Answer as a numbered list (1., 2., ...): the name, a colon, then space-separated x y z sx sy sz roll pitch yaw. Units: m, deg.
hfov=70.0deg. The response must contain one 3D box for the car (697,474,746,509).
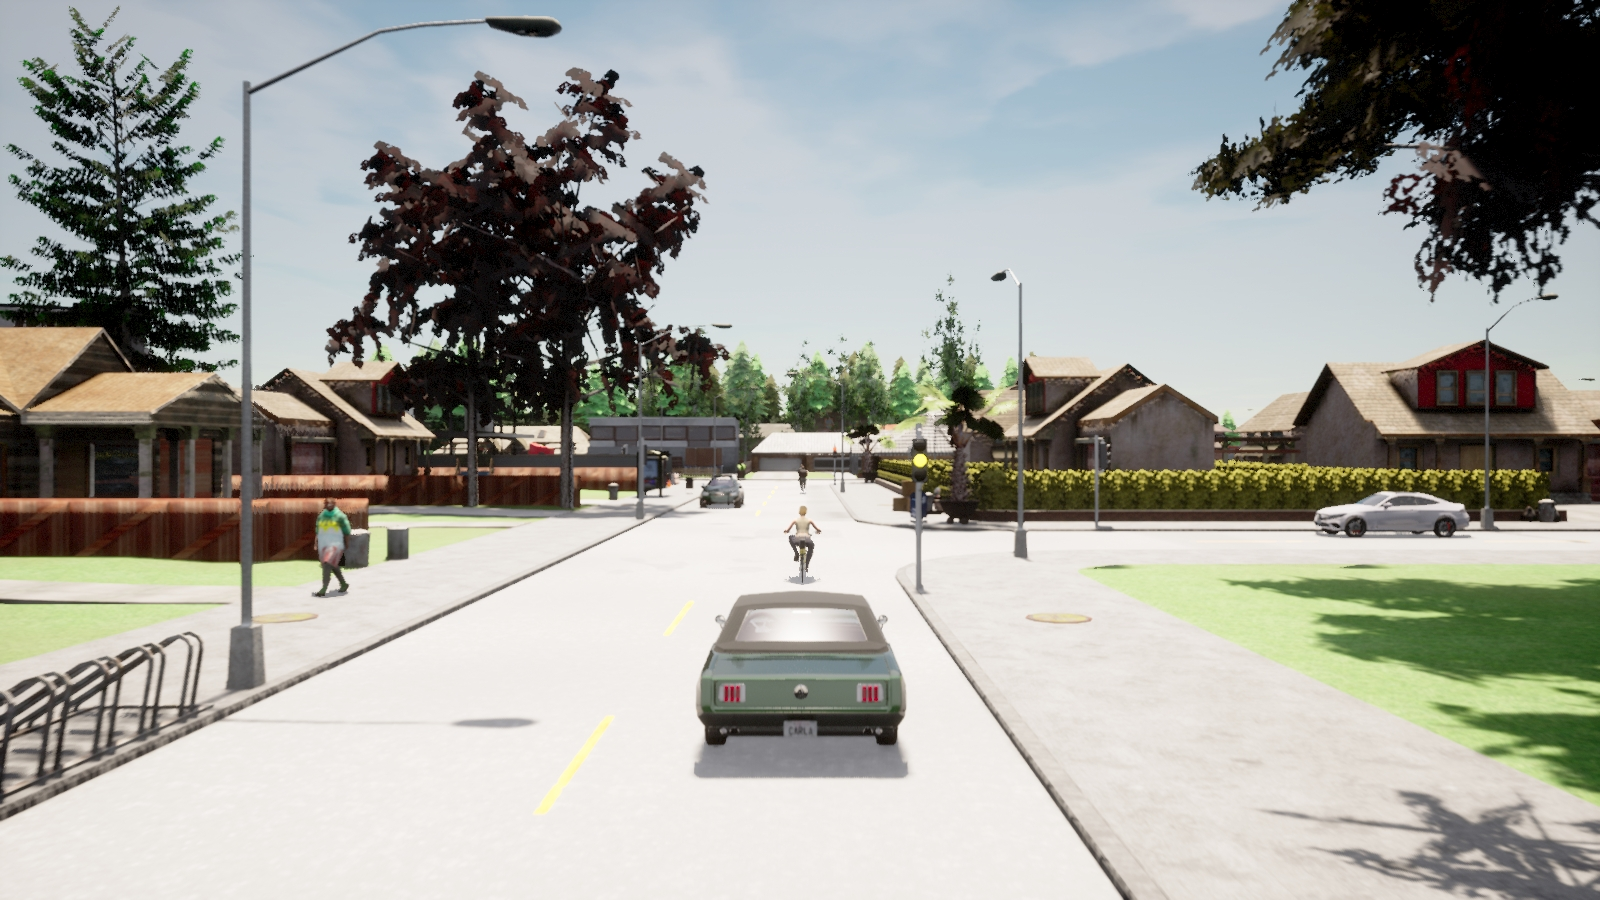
1. car: -3.834 2.040 56.596 2.038 1.542 4.974 0 0 0

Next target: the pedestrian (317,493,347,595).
1. pedestrian: -8.729 1.744 21.327 0.375 1.860 0.375 0 0 9

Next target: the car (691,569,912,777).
1. car: 0.015 2.155 12.159 1.895 1.301 4.718 0 0 0

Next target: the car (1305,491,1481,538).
1. car: 19.237 2.083 37.218 4.674 1.442 2.002 0 0 0
